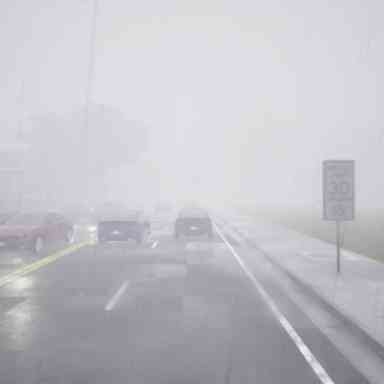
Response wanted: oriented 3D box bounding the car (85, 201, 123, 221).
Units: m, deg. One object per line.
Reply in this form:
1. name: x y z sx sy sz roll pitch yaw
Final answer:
1. car: -6.623 1.494 26.801 2.097 1.767 4.553 0 0 0

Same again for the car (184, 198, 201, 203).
1. car: 0.043 1.569 41.319 2.097 1.767 4.553 0 0 0

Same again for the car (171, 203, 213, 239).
1. car: 0.076 1.574 18.103 1.882 1.535 5.008 0 0 0

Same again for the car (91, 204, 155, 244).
1. car: -3.172 1.565 16.384 1.882 1.535 5.008 0 0 0

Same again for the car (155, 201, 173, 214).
1. car: -3.284 1.752 38.789 2.033 1.411 5.357 0 0 0

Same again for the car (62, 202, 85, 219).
1. car: -9.876 1.650 27.521 1.837 1.490 4.892 0 0 0

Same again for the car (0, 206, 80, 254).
1. car: -6.613 1.553 14.034 1.882 1.535 5.008 0 0 0
